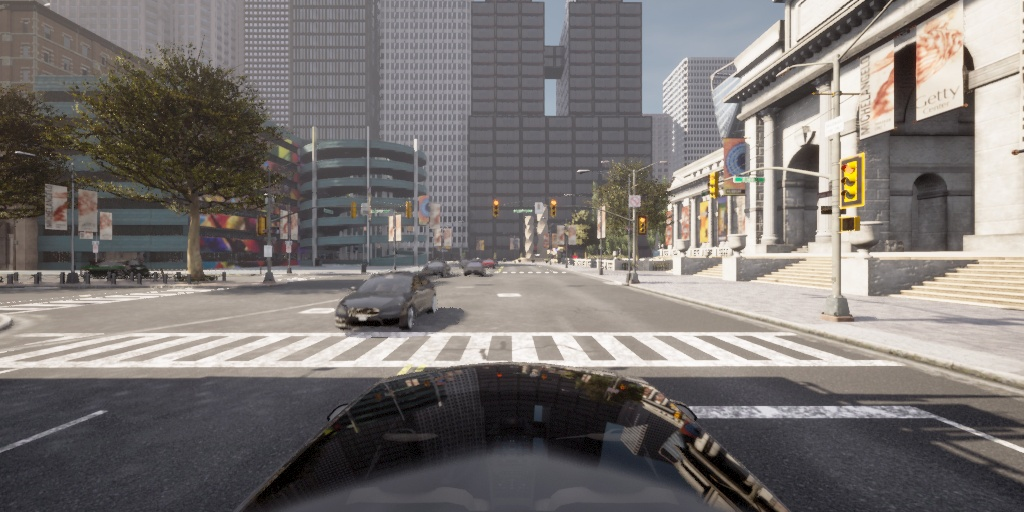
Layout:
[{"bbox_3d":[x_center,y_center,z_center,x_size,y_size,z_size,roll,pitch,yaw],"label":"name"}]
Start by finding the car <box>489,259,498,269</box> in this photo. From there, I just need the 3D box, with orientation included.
[{"bbox_3d":[-3.578,1.228,55.923,1.882,1.535,5.008,0,0,0],"label":"car"}]

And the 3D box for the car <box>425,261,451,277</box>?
[{"bbox_3d":[-7.085,1.227,34.149,1.882,1.535,5.008,0,0,0],"label":"car"}]

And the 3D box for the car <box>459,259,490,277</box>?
[{"bbox_3d":[-3.584,1.297,35.279,2.033,1.411,5.357,0,0,0],"label":"car"}]

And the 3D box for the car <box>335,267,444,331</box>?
[{"bbox_3d":[-3.595,1.255,11.065,1.837,1.490,4.892,0,0,0],"label":"car"}]

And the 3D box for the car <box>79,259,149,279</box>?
[{"bbox_3d":[-35.209,1.102,31.778,4.553,1.767,2.097,0,0,0],"label":"car"}]
